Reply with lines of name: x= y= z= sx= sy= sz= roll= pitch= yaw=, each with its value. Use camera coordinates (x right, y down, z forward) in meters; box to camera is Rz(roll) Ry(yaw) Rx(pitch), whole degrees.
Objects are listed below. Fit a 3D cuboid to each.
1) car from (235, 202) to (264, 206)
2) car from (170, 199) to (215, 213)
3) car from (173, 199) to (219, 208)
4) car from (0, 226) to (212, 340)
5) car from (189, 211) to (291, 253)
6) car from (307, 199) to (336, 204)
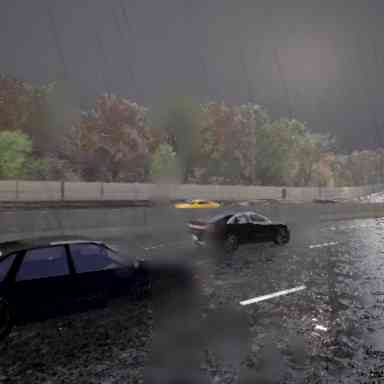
car: x=5.663 y=1.666 z=33.817 sx=4.181 sy=1.385 sz=1.994 roll=0 pitch=0 yaw=-35
car: x=0.088 y=1.569 z=38.449 sx=5.008 sy=1.535 sz=1.882 roll=1 pitch=0 yaw=-35
car: x=0.522 y=1.560 z=34.463 sx=5.008 sy=1.535 sz=1.882 roll=1 pitch=0 yaw=-35
car: x=-2.391 y=1.553 z=6.343 sx=5.357 sy=1.411 sz=2.033 roll=0 pitch=0 yaw=-36
car: x=2.071 y=1.527 z=13.828 sx=4.902 sy=1.511 sz=2.128 roll=0 pitch=0 yaw=-36
car: x=13.365 y=1.490 z=35.022 sx=4.553 sy=1.767 sz=2.097 roll=0 pitch=0 yaw=-35
